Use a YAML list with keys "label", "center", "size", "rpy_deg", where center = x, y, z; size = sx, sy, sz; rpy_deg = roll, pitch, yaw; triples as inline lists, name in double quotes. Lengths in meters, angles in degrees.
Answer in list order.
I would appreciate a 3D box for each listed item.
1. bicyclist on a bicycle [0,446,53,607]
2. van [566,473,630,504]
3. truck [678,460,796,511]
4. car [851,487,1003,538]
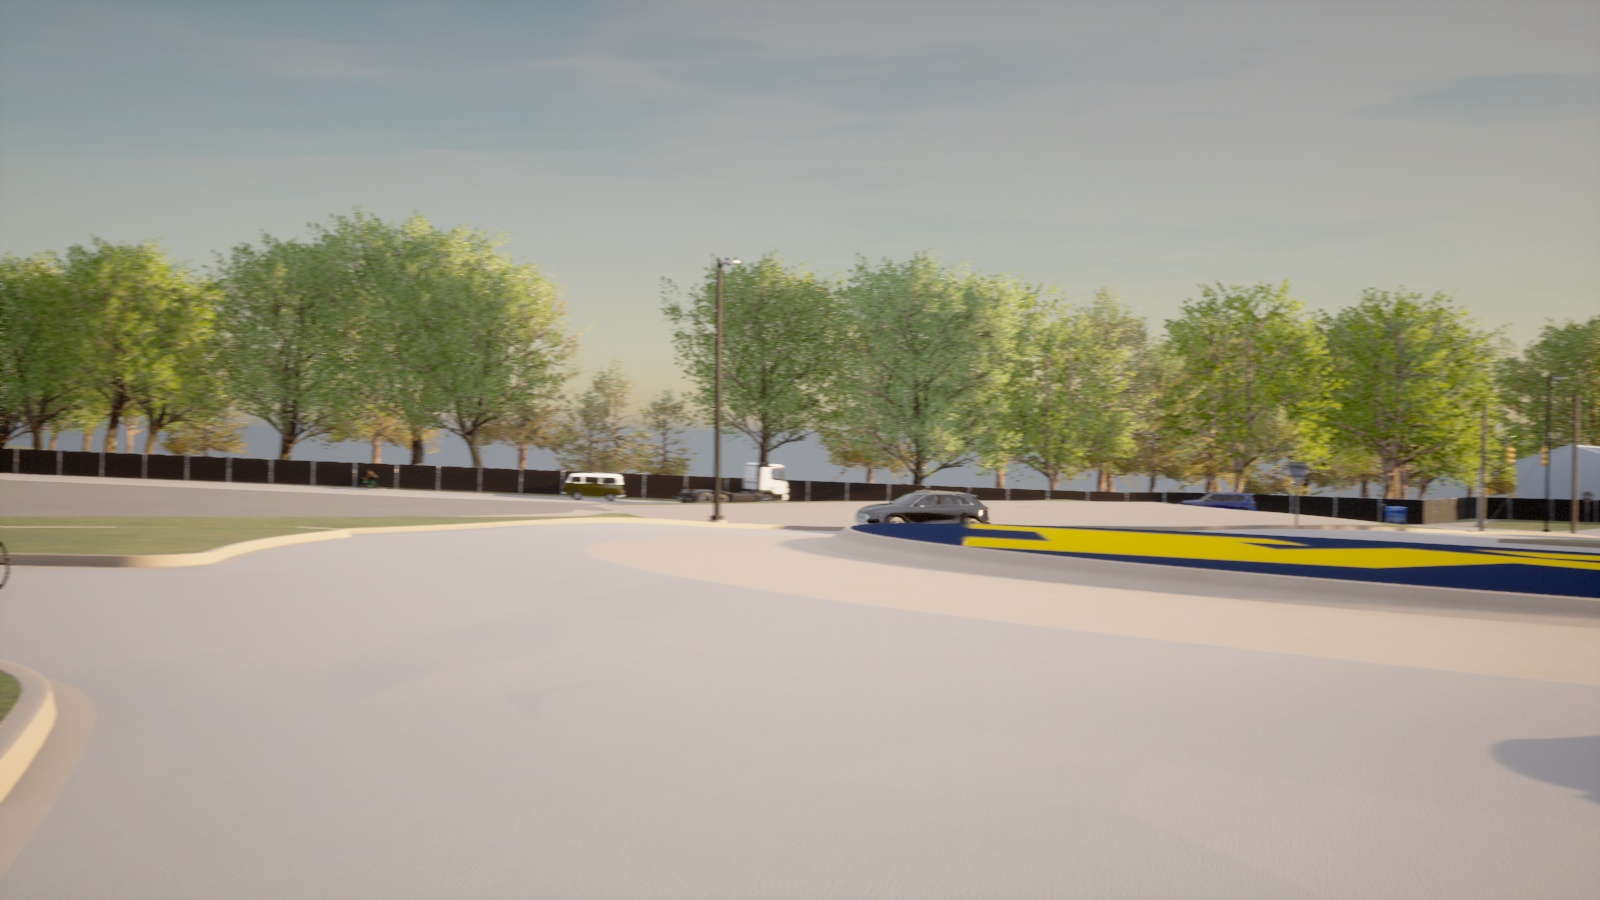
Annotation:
- label: "bicyclist on a bicycle"
  center: [-9.657, 0.849, 14.507]
  size: [1.843, 1.776, 0.659]
  rpy_deg: [0, 1, 17]
- label: "van"
  center: [-14.922, 2.848, 93.143]
  size: [4.480, 2.038, 2.069]
  rpy_deg: [2, 1, -5]
- label: "truck"
  center: [-4.482, 2.541, 90.187]
  size: [7.936, 3.462, 2.891]
  rpy_deg: [2, 0, -30]
- label: "car"
  center: [4.425, 2.177, 43.852]
  size: [4.856, 1.649, 2.033]
  rpy_deg: [2, 0, -22]
